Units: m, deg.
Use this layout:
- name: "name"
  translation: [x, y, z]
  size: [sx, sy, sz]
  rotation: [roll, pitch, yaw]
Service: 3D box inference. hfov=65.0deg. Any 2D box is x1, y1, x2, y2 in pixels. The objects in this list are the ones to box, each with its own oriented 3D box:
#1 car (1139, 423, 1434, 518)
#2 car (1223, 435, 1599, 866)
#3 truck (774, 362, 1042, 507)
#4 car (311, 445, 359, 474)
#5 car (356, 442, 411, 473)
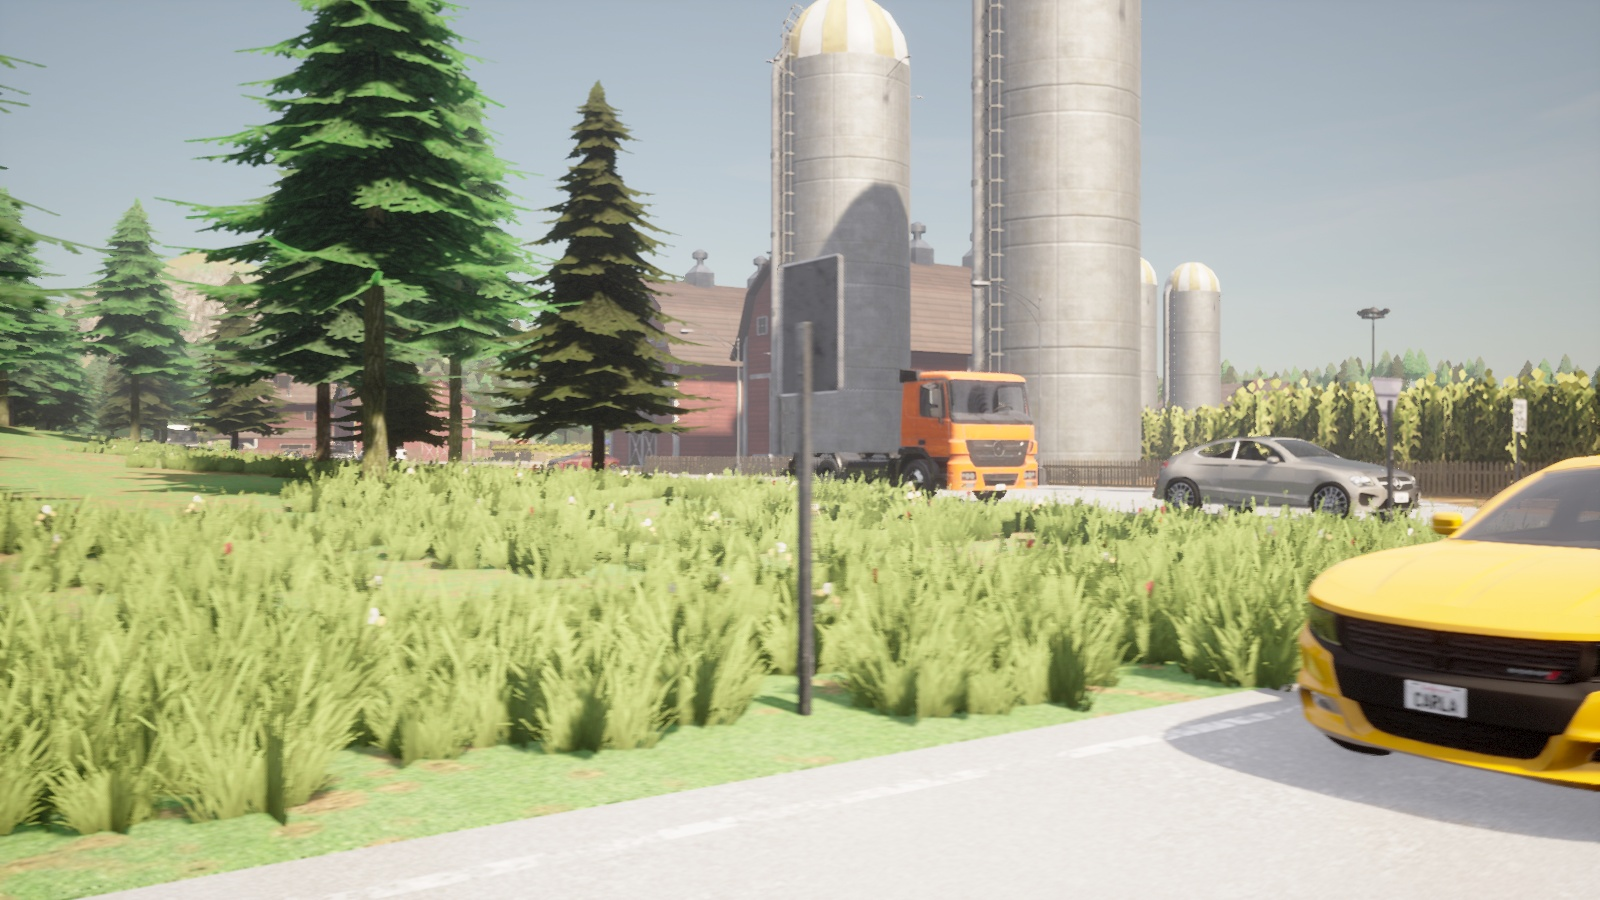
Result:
- name: "car"
  translation: [9.321, 0.357, 24.500]
  size: [2.152, 1.651, 5.027]
  rotation: [0, 0, -34]
- name: "car"
  translation: [4.546, 0.706, 6.407]
  size: [5.008, 1.535, 1.882]
  rotation: [0, 0, -34]
- name: "truck"
  translation: [2.684, -0.366, 34.225]
  size: [2.891, 3.462, 7.936]
  rotation: [0, 0, -34]
- name: "car"
  translation: [-30.953, 0.623, 83.545]
  size: [1.932, 1.855, 4.605]
  rotation: [0, 0, -34]
- name: "car"
  translation: [-28.771, 0.517, 86.556]
  size: [2.150, 2.045, 5.566]
  rotation: [0, 0, -34]
